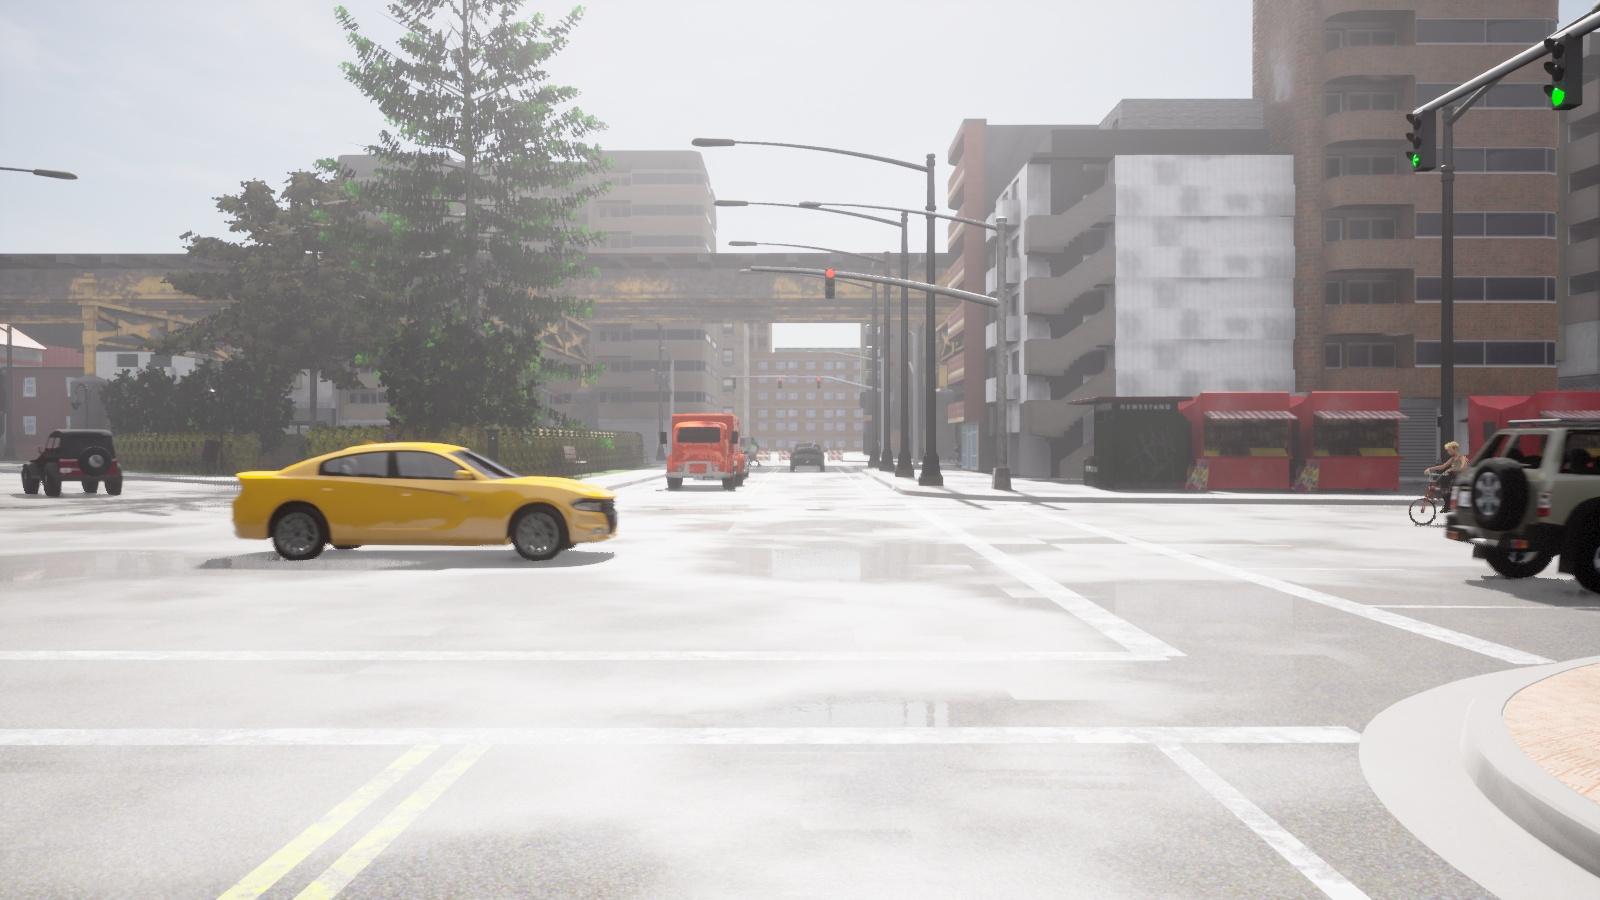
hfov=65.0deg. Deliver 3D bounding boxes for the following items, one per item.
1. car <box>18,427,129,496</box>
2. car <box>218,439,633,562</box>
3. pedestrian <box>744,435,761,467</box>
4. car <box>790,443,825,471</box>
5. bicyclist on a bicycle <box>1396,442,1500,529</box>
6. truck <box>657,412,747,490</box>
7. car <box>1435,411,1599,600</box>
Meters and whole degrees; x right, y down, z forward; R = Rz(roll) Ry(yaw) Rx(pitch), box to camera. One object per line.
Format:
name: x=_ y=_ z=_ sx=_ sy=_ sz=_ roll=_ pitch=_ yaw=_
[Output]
car: x=-21.133 y=0.314 z=36.470 sx=1.905 sy=1.878 sz=3.866 roll=0 pitch=0 yaw=-44
car: x=-4.870 y=0.634 z=16.862 sx=5.008 sy=1.535 sz=1.882 roll=0 pitch=0 yaw=0
pedestrian: x=-2.892 y=0.071 z=76.509 sx=0.873 sy=1.952 sz=0.659 roll=0 pitch=0 yaw=-25
car: x=0.406 y=0.366 z=68.269 sx=1.837 sy=1.490 sz=4.892 roll=0 pitch=0 yaw=0
bicyclist on a bicycle: x=12.324 y=0.658 z=23.903 sx=1.509 sy=1.612 sz=0.866 roll=1 pitch=0 yaw=-1
truck: x=-3.240 y=0.017 z=42.607 sx=2.627 sy=2.467 sz=5.204 roll=0 pitch=0 yaw=0
car: x=9.571 y=0.568 z=13.393 sx=4.605 sy=1.855 sz=1.932 roll=1 pitch=0 yaw=0
